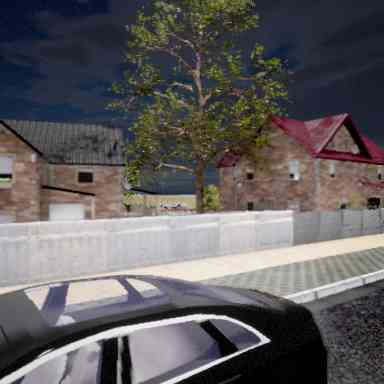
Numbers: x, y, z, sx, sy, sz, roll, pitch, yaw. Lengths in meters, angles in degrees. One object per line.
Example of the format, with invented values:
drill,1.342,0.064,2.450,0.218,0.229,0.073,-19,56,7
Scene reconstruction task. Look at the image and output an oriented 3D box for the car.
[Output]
car,-1.024,1.497,2.336,4.902,1.511,2.128,0,0,-36
